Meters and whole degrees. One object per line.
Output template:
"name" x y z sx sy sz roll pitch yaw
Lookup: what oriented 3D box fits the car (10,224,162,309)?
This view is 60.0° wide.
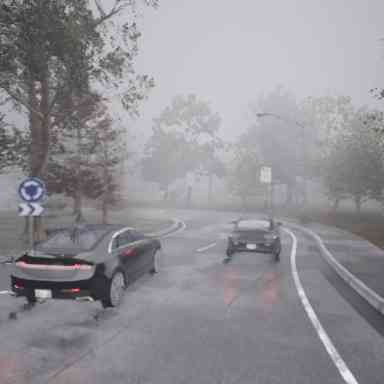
"car" -2.089 1.514 8.016 2.128 1.511 4.902 0 0 10

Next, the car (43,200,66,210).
"car" -18.444 1.665 42.177 4.718 1.301 1.895 0 0 -1

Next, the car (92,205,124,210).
"car" -11.108 1.685 44.264 4.181 1.385 1.994 0 0 18

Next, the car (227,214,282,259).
"car" 2.489 1.599 12.958 1.812 1.442 4.674 0 0 14
